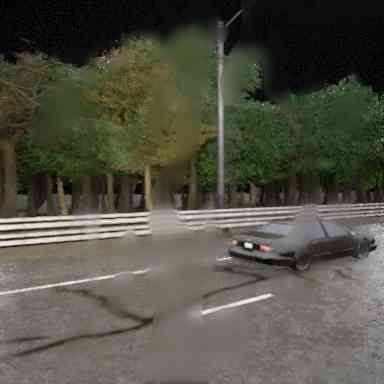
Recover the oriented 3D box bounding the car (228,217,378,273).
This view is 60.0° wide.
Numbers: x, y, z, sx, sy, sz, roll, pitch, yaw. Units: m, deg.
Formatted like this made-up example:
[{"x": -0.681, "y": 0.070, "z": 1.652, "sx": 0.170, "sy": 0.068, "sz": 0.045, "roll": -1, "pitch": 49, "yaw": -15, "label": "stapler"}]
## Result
[{"x": 3.651, "y": 1.507, "z": 10.533, "sx": 5.357, "sy": 1.411, "sz": 2.033, "roll": 0, "pitch": 0, "yaw": -33, "label": "car"}]
